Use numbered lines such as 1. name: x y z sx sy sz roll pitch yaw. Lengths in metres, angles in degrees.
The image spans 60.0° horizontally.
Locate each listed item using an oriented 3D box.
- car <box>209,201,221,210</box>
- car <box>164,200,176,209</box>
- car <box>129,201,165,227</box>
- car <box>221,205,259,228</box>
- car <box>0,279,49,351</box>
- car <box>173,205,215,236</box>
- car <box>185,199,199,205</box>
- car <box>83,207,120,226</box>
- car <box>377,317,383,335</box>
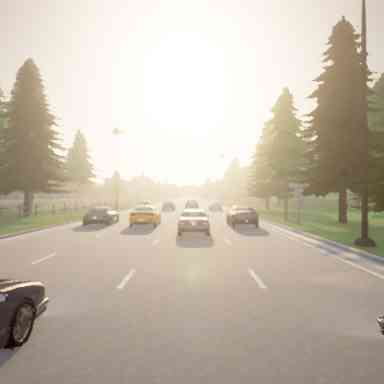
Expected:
1. car: 3.509 2.032 50.796 1.812 1.442 4.674 0 0 0
2. car: -3.488 1.985 50.937 1.882 1.535 5.008 0 0 0
3. car: -3.404 1.726 24.817 1.882 1.535 5.008 0 -1 0
4. car: 3.596 1.734 24.223 2.128 1.511 4.902 0 -1 0
5. car: -3.401 1.582 3.309 2.033 1.411 5.357 0 -1 0
6. car: 0.097 1.747 19.893 2.033 1.411 5.357 0 -1 0
7. car: -0.007 1.840 49.052 2.097 1.767 4.553 0 -1 0
8. car: -6.905 1.820 25.650 1.994 1.385 4.181 0 -1 0
9. car: 3.599 1.572 2.332 2.033 1.411 5.357 0 -1 0
